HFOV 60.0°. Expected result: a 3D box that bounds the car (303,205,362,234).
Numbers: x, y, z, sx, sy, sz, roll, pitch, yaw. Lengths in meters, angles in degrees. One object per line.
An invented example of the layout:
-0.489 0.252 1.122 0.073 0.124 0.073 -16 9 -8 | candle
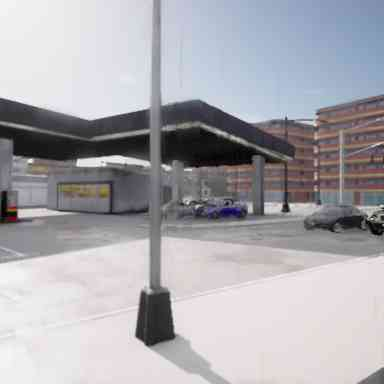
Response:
8.720 1.583 19.968 4.892 1.490 1.837 1 0 -35 | car

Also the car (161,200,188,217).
-1.517 1.526 31.599 3.806 1.475 1.970 0 0 -35 | car

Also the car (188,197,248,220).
2.441 1.368 27.365 4.611 1.667 2.242 0 0 -35 | car

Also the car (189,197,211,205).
1.519 1.719 62.665 1.994 1.385 4.181 0 0 -36 | car

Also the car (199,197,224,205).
3.800 1.717 65.548 2.033 1.411 5.357 0 0 -36 | car

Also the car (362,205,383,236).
11.734 1.304 17.795 5.566 2.045 2.150 1 0 -35 | car
